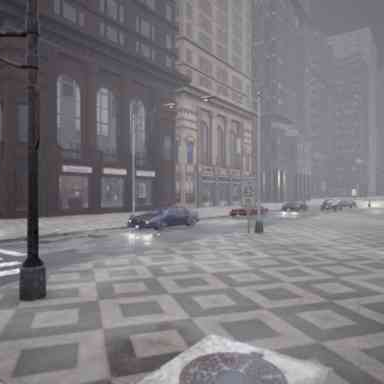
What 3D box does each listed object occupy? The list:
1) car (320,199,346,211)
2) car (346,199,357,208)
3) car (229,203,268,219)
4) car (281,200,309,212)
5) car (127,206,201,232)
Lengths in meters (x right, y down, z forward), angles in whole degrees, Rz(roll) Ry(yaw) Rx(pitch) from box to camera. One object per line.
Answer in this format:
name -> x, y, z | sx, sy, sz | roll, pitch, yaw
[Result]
car -> 17.832, 1.651, 42.523 | 1.812, 1.442, 4.674 | 0, 0, 36
car -> 23.736, 1.698, 50.766 | 2.033, 1.411, 5.357 | 0, 0, 36
car -> 5.232, 1.684, 30.413 | 1.895, 1.301, 4.718 | 0, 0, 36
car -> 12.742, 1.665, 40.828 | 2.033, 1.411, 5.357 | 0, 0, 36
car -> -1.554, 1.596, 20.938 | 2.033, 1.411, 5.357 | 0, 0, 36
